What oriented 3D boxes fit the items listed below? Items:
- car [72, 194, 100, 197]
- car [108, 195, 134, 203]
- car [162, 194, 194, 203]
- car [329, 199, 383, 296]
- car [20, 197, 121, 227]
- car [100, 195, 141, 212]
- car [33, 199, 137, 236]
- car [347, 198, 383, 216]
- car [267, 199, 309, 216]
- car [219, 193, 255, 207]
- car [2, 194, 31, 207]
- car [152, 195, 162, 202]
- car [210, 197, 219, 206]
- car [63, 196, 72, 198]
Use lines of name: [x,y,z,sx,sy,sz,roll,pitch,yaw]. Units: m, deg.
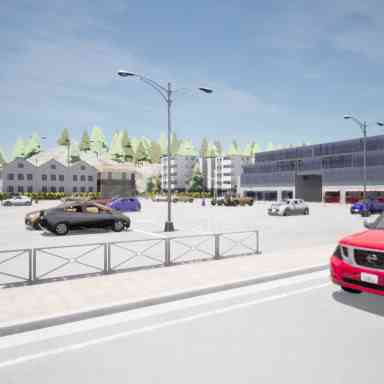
car: [-12.431,1.298,42.420,4.514,1.523,2.007,0,0,-33]
car: [-13.811,1.298,64.541,4.514,1.523,2.007,0,0,-33]
car: [-2.176,1.153,60.001,5.027,1.636,2.152,0,0,-33]
car: [5.564,1.201,7.617,5.566,2.045,2.150,-1,-1,-33]
car: [-7.204,1.330,19.855,5.027,1.636,2.152,0,0,-33]
car: [-7.097,1.320,33.969,3.633,1.501,1.845,0,0,-33]
car: [-5.474,1.340,17.238,4.514,1.523,2.007,0,0,-33]
car: [16.477,1.374,31.235,3.633,1.501,1.845,0,0,-33]
car: [8.618,1.384,29.761,3.806,1.475,1.970,0,0,-33]
car: [6.608,1.097,46.982,4.605,1.855,1.932,0,0,-33]
car: [-25.655,1.361,48.719,3.806,1.475,1.970,0,0,-33]
car: [-5.898,1.232,65.239,3.806,1.475,1.970,0,0,-33]
car: [4.698,1.077,49.211,3.866,1.878,1.905,0,0,-33]
car: [-18.524,1.097,53.307,4.605,1.855,1.932,0,0,-33]
